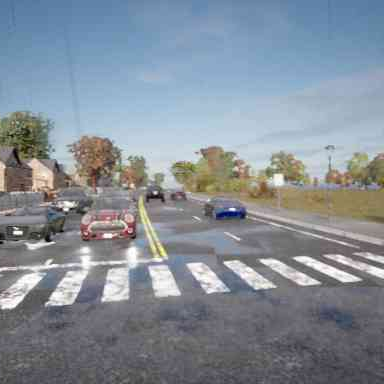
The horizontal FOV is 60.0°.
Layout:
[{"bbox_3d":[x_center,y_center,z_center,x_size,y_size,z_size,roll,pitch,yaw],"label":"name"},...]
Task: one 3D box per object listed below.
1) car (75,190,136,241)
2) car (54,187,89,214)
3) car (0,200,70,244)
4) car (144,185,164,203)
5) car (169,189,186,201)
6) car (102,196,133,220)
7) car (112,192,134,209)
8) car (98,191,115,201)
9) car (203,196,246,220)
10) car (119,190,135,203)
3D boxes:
[{"bbox_3d":[-3.578,1.007,14.712,2.097,1.767,4.553,-1,2,-10],"label":"car"},{"bbox_3d":[-8.609,0.713,24.250,2.150,2.045,5.566,-1,2,-10],"label":"car"},{"bbox_3d":[-6.791,1.289,14.270,1.994,1.385,4.181,-1,2,-10],"label":"car"},{"bbox_3d":[-4.659,0.196,41.187,2.150,2.045,5.566,-1,2,-9],"label":"car"},{"bbox_3d":[-1.914,0.336,44.744,1.837,1.490,4.892,-1,2,-9],"label":"car"},{"bbox_3d":[-5.172,1.048,23.522,1.895,1.301,4.718,-1,2,-10],"label":"car"},{"bbox_3d":[-6.664,0.766,32.397,1.812,1.442,4.674,-1,2,-9],"label":"car"},{"bbox_3d":[-12.486,0.536,48.690,1.994,1.385,4.181,-1,1,-8],"label":"car"},{"bbox_3d":[1.996,0.936,21.433,1.994,1.385,4.181,-1,2,-10],"label":"car"},{"bbox_3d":[-8.242,0.538,42.382,1.812,1.442,4.674,-1,1,-9],"label":"car"}]
